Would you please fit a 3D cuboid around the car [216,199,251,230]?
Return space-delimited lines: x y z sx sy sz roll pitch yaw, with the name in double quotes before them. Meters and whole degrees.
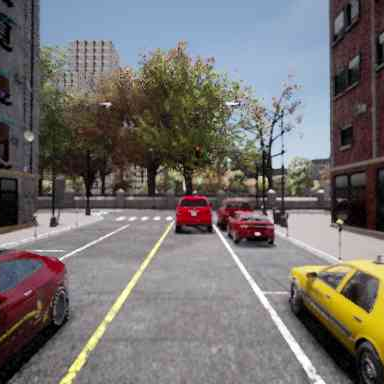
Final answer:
"car" 2.737 1.396 21.695 2.192 1.841 5.009 1 0 0

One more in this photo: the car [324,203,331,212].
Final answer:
"car" 19.401 1.636 41.929 5.009 1.841 2.192 0 -2 0

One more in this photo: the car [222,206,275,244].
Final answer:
"car" 2.725 1.604 15.998 1.887 1.381 4.507 1 0 0

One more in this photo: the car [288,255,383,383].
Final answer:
"car" 2.710 1.544 4.775 1.752 1.417 4.829 1 0 0

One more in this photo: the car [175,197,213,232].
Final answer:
"car" 0.120 1.300 20.972 2.150 2.045 5.566 0 0 0

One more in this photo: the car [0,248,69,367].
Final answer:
"car" -3.089 1.542 4.240 1.812 1.442 4.674 0 0 0
